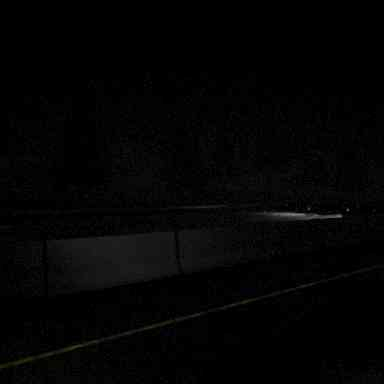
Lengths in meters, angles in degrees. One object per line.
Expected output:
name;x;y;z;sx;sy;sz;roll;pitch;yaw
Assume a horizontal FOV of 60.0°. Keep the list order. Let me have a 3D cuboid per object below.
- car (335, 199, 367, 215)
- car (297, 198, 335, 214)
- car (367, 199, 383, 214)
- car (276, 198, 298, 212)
car;16.887;1.464;33.225;4.902;1.511;2.128;0;0;-35
car;13.936;1.465;35.421;4.902;1.511;2.128;0;0;-35
car;18.403;1.520;30.016;5.357;1.411;2.033;0;0;-35
car;11.694;1.452;38.123;5.008;1.535;1.882;0;0;-35
